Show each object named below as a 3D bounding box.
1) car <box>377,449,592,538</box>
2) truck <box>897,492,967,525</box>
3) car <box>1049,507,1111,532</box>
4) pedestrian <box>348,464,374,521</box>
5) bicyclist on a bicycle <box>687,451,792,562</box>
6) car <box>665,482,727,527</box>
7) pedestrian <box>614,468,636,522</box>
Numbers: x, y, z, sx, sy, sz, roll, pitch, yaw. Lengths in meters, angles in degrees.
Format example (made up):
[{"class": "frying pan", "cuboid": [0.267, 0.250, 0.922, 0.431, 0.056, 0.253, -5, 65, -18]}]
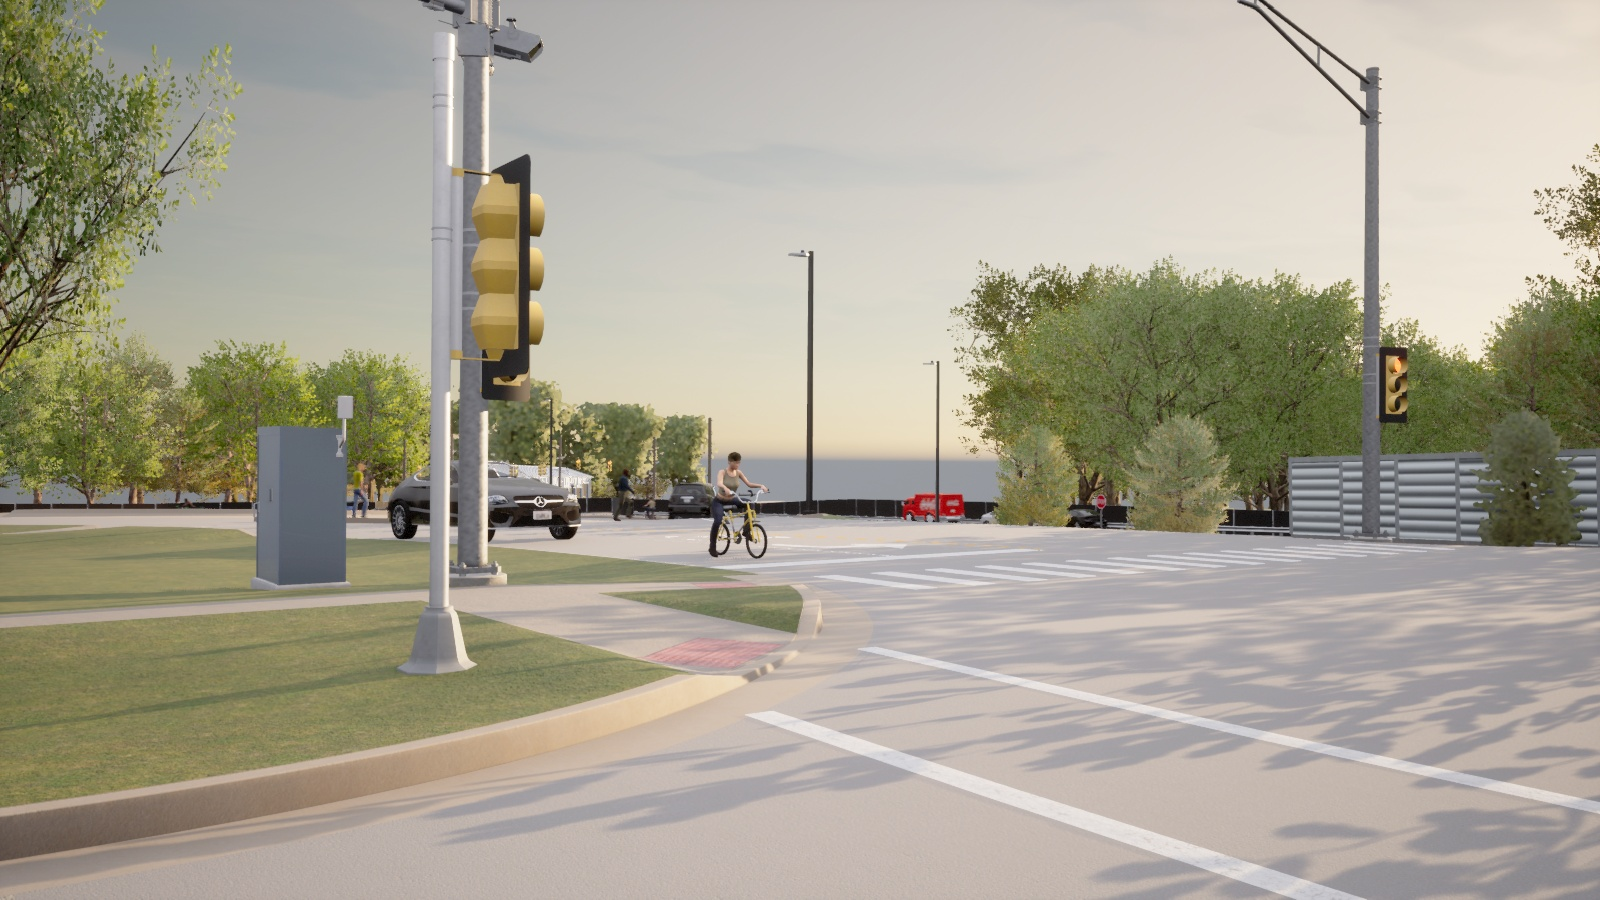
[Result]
[{"class": "car", "cuboid": [-6.569, 0.887, 25.742, 2.152, 1.651, 5.027, 0, -2, -42]}, {"class": "truck", "cuboid": [10.261, 4.564, 97.907, 2.627, 2.467, 5.204, 0, -2, -34]}, {"class": "car", "cuboid": [18.785, 4.627, 84.523, 1.882, 1.535, 5.008, 0, -2, -17]}, {"class": "pedestrian", "cuboid": [-14.271, 1.384, 40.812, 0.354, 1.836, 0.706, 0, 0, 45]}, {"class": "bicyclist on a bicycle", "cuboid": [-0.941, 0.837, 19.197, 0.866, 1.612, 1.509, 0, -1, -39]}, {"class": "car", "cuboid": [-5.238, 2.854, 64.249, 2.150, 2.045, 5.566, 0, -5, 6]}, {"class": "pedestrian", "cuboid": [-5.948, 1.519, 42.789, 0.726, 1.835, 0.370, 0, 0, -7]}]
